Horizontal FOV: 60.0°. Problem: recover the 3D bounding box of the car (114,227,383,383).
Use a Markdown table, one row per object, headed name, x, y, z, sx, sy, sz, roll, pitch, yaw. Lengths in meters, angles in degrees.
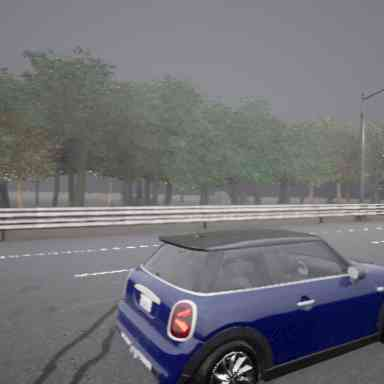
| name | x | y | z | sx | sy | sz | roll | pitch | yaw |
| --- | --- | --- | --- | --- | --- | --- | --- | --- | --- |
| car | 1.284 | 1.344 | 4.984 | 4.553 | 1.767 | 2.097 | 1 | 0 | -30 |
